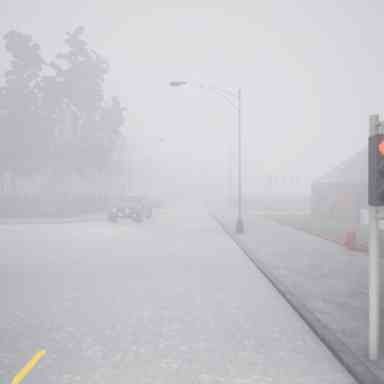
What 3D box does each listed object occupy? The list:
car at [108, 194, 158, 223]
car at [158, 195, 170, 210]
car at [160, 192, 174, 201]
[{"bbox_3d":[-4.501,1.177,25.264,2.150,2.045,5.566,0,0,7],"label":"car"},{"bbox_3d":[-4.254,1.430,42.333,1.837,1.490,4.892,0,0,0],"label":"car"},{"bbox_3d":[-4.221,0.959,57.761,2.150,2.045,5.566,0,0,0],"label":"car"}]
